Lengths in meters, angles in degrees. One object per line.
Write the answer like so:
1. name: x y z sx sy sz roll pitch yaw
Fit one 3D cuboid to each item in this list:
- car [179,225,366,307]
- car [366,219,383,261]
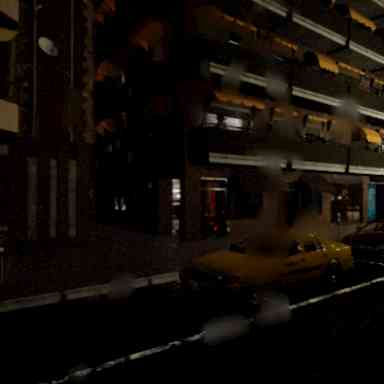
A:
1. car: 1.984 1.527 7.968 4.829 1.417 1.752 0 0 -35
2. car: 6.757 1.586 11.371 4.206 1.307 1.802 0 0 -35
